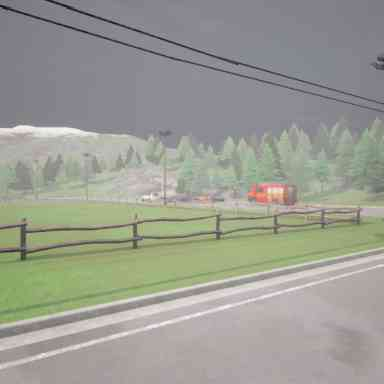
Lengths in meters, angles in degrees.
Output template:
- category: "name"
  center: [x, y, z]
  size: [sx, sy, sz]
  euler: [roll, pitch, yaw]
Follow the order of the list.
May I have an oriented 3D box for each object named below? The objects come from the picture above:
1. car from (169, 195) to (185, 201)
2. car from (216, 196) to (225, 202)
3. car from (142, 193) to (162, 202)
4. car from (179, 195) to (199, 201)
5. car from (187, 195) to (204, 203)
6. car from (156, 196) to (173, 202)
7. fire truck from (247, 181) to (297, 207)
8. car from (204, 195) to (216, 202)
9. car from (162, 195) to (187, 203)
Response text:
- category: "car"
  center: [-3.627, 1.496, 79.362]
  size: [1.994, 1.385, 4.181]
  euler: [0, 0, -35]
- category: "car"
  center: [5.086, 1.595, 73.078]
  size: [1.895, 1.301, 4.718]
  euler: [0, 0, -35]
- category: "car"
  center: [-9.366, 1.174, 75.354]
  size: [2.150, 2.045, 5.566]
  euler: [0, 0, -35]
- category: "car"
  center: [-0.766, 1.483, 81.379]
  size: [2.033, 1.411, 5.357]
  euler: [0, 0, -35]
- category: "car"
  center: [-0.457, 1.547, 68.793]
  size: [2.033, 1.411, 5.357]
  euler: [0, 0, -35]
- category: "car"
  center: [-6.505, 1.541, 77.370]
  size: [1.895, 1.301, 4.718]
  euler: [0, 0, -35]
- category: "fire truck"
  center: [12.484, 0.339, 52.602]
  size: [2.891, 3.827, 8.468]
  euler: [0, 0, -30]
- category: "car"
  center: [2.305, 1.355, 70.949]
  size: [2.097, 1.767, 4.553]
  euler: [0, 0, -35]
- category: "car"
  center: [-3.552, 1.564, 67.109]
  size: [1.994, 1.385, 4.181]
  euler: [0, 0, -35]
